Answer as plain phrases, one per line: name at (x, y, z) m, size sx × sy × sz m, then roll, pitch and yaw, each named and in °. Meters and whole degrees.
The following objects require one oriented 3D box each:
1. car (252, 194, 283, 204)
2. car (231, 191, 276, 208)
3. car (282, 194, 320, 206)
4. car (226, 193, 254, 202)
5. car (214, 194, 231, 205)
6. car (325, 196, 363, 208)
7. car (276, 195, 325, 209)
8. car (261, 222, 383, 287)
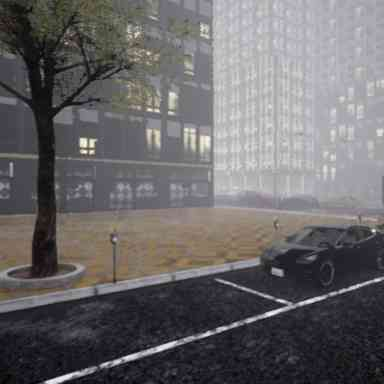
car at (10.848, 0.944, 47.943) m, size 1.802 × 1.307 × 4.206 m, roll 1°, pitch 0°, yaw -36°
car at (7.403, 0.816, 38.455) m, size 2.192 × 1.841 × 5.009 m, roll 1°, pitch 0°, yaw -36°
car at (14.161, 1.033, 43.404) m, size 1.947 × 1.339 × 4.313 m, roll 1°, pitch 0°, yaw -36°
car at (7.535, 0.823, 52.482) m, size 1.947 × 1.339 × 4.313 m, roll 1°, pitch 0°, yaw -36°
car at (4.085, 0.962, 42.996) m, size 1.947 × 1.339 × 4.313 m, roll 1°, pitch 0°, yaw -36°
car at (17.444, 1.094, 39.057) m, size 1.752 × 1.417 × 4.829 m, roll 1°, pitch 0°, yaw -36°
car at (11.925, 1.131, 36.794) m, size 1.994 × 1.385 × 4.181 m, roll 0°, pitch 1°, yaw -36°
car at (3.836, 1.558, 9.294) m, size 4.313 × 1.339 × 1.947 m, roll 0°, pitch 0°, yaw -35°
